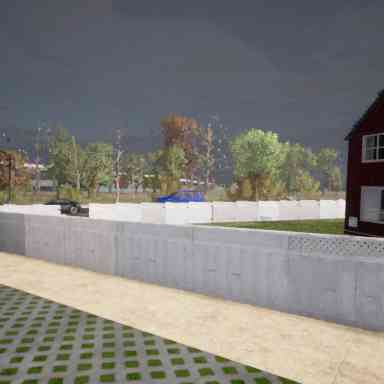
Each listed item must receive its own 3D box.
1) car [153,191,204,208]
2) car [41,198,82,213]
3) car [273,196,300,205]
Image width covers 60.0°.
[{"bbox_3d":[-1.372,0.893,35.747,5.566,2.045,2.150,0,2,-18],"label":"car"},{"bbox_3d":[-12.812,1.320,31.924,4.181,1.385,1.994,0,2,-18],"label":"car"},{"bbox_3d":[11.333,1.194,39.994,4.718,1.301,1.895,0,2,-18],"label":"car"}]
